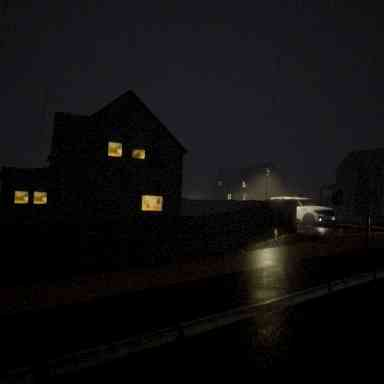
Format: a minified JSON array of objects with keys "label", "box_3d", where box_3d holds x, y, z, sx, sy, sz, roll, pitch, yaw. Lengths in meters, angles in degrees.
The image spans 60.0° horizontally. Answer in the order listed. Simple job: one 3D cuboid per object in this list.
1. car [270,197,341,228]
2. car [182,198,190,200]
[{"label":"car","box_3d":[7.625,1.378,23.479,2.150,2.045,5.566,3,-2,-29]},{"label":"car","box_3d":[-1.294,1.724,42.315,2.150,2.045,5.566,3,-2,-21]}]
